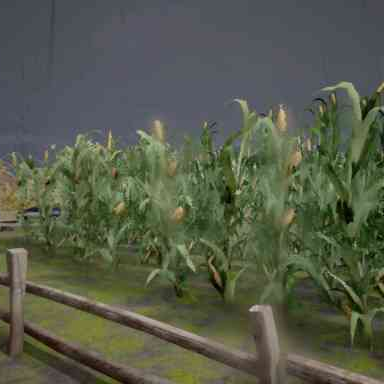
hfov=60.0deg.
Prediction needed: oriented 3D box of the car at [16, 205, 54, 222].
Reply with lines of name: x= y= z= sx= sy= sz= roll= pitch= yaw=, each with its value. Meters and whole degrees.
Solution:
car: x=-11.370 y=1.527 z=26.022 sx=1.994 sy=1.385 sz=4.181 roll=0 pitch=0 yaw=37
